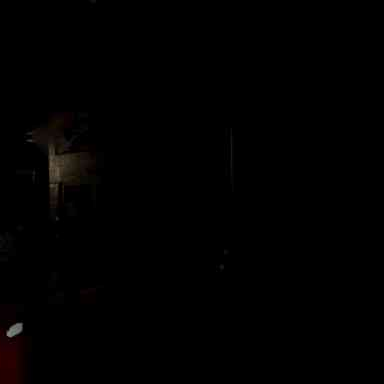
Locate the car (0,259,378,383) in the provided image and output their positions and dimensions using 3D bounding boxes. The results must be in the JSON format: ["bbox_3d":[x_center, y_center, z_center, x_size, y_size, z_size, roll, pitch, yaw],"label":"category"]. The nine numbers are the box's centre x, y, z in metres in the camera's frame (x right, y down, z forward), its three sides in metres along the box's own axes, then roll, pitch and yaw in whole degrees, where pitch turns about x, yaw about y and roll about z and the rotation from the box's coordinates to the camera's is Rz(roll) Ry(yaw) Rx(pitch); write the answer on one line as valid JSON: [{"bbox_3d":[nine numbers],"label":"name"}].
[{"bbox_3d":[-0.626,1.545,3.337,4.507,1.381,1.887,0,-1,36],"label":"car"}]
